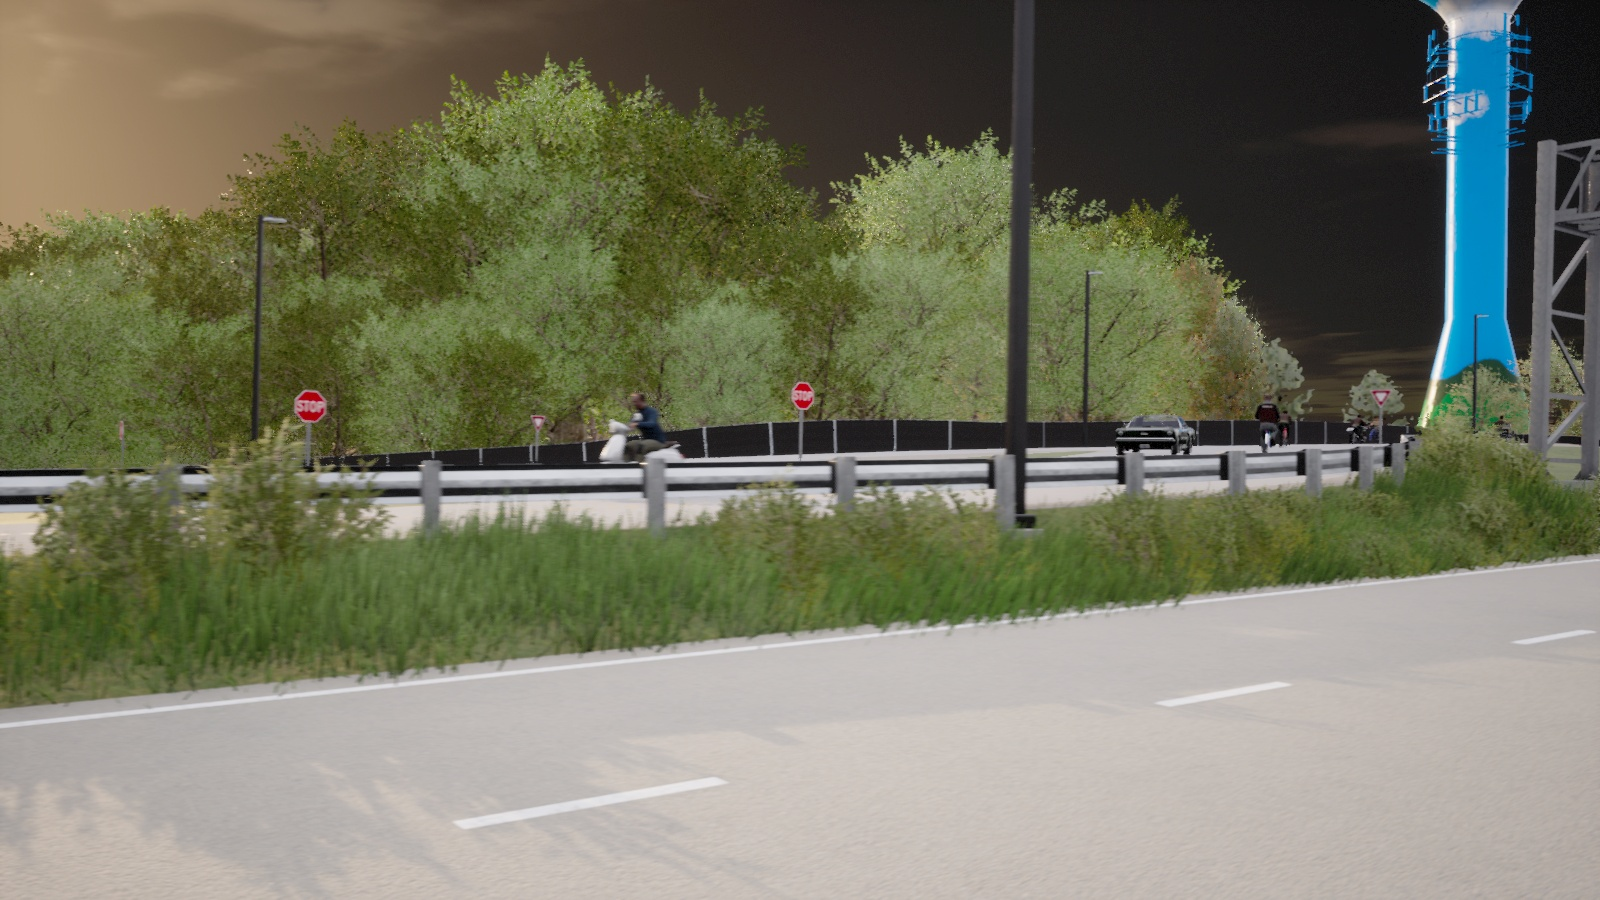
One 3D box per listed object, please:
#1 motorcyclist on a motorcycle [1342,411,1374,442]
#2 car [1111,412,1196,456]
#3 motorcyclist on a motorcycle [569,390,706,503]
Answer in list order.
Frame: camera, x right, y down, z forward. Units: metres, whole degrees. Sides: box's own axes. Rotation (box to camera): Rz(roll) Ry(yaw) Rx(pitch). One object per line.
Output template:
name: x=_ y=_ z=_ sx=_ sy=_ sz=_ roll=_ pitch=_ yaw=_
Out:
motorcyclist on a motorcycle: x=27.913 y=-1.155 z=62.797 sx=2.044 sy=1.523 sz=0.797 roll=-1 pitch=1 yaw=-45
car: x=11.202 y=-0.510 z=39.606 sx=1.895 sy=1.301 sz=4.718 roll=0 pitch=1 yaw=24
motorcyclist on a motorcycle: x=-2.414 y=-0.059 z=18.772 sx=1.817 sy=1.590 sz=0.866 roll=-2 pitch=-1 yaw=-44
